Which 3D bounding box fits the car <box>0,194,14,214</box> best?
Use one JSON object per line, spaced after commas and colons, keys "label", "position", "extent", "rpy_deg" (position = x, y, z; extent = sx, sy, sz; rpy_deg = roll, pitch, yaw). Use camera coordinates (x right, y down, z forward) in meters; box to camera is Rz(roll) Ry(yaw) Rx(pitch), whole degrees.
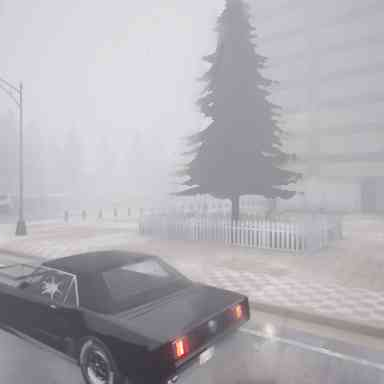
{"label": "car", "position": [-20.917, 1.219, 33.370], "extent": [2.150, 2.045, 5.566], "rpy_deg": [0, 0, 36]}

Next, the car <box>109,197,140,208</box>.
{"label": "car", "position": [-9.880, 1.477, 48.665], "extent": [1.882, 1.535, 5.008], "rpy_deg": [0, 0, 36]}

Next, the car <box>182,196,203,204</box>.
{"label": "car", "position": [0.088, 1.274, 62.329], "extent": [2.097, 1.767, 4.553], "rpy_deg": [0, 0, 36]}

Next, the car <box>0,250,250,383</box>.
{"label": "car", "position": [-1.622, 1.601, 5.166], "extent": [4.718, 1.301, 1.895], "rpy_deg": [0, 0, 36]}
